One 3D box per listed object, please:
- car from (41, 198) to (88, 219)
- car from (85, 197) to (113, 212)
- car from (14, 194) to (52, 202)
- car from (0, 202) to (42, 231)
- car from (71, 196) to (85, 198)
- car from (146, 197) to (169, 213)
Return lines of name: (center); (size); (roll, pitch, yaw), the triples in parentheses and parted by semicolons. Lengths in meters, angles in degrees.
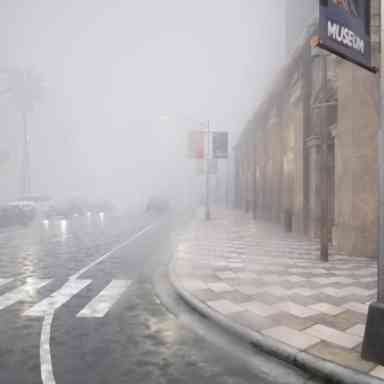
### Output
car: (-11.233, 1.532, 29.628); (1.812, 1.442, 4.674); (0, 0, 3)
car: (-10.773, 1.533, 39.507); (1.812, 1.442, 4.674); (0, 0, 3)
car: (-14.702, 1.228, 30.522); (2.150, 2.045, 5.566); (0, 0, 3)
car: (-11.608, 1.552, 20.208); (2.033, 1.411, 5.357); (0, 0, 2)
car: (-14.216, 1.360, 40.836); (2.097, 1.767, 4.553); (0, 0, 3)
car: (-3.792, 1.347, 37.262); (2.097, 1.767, 4.553); (0, 0, 3)
